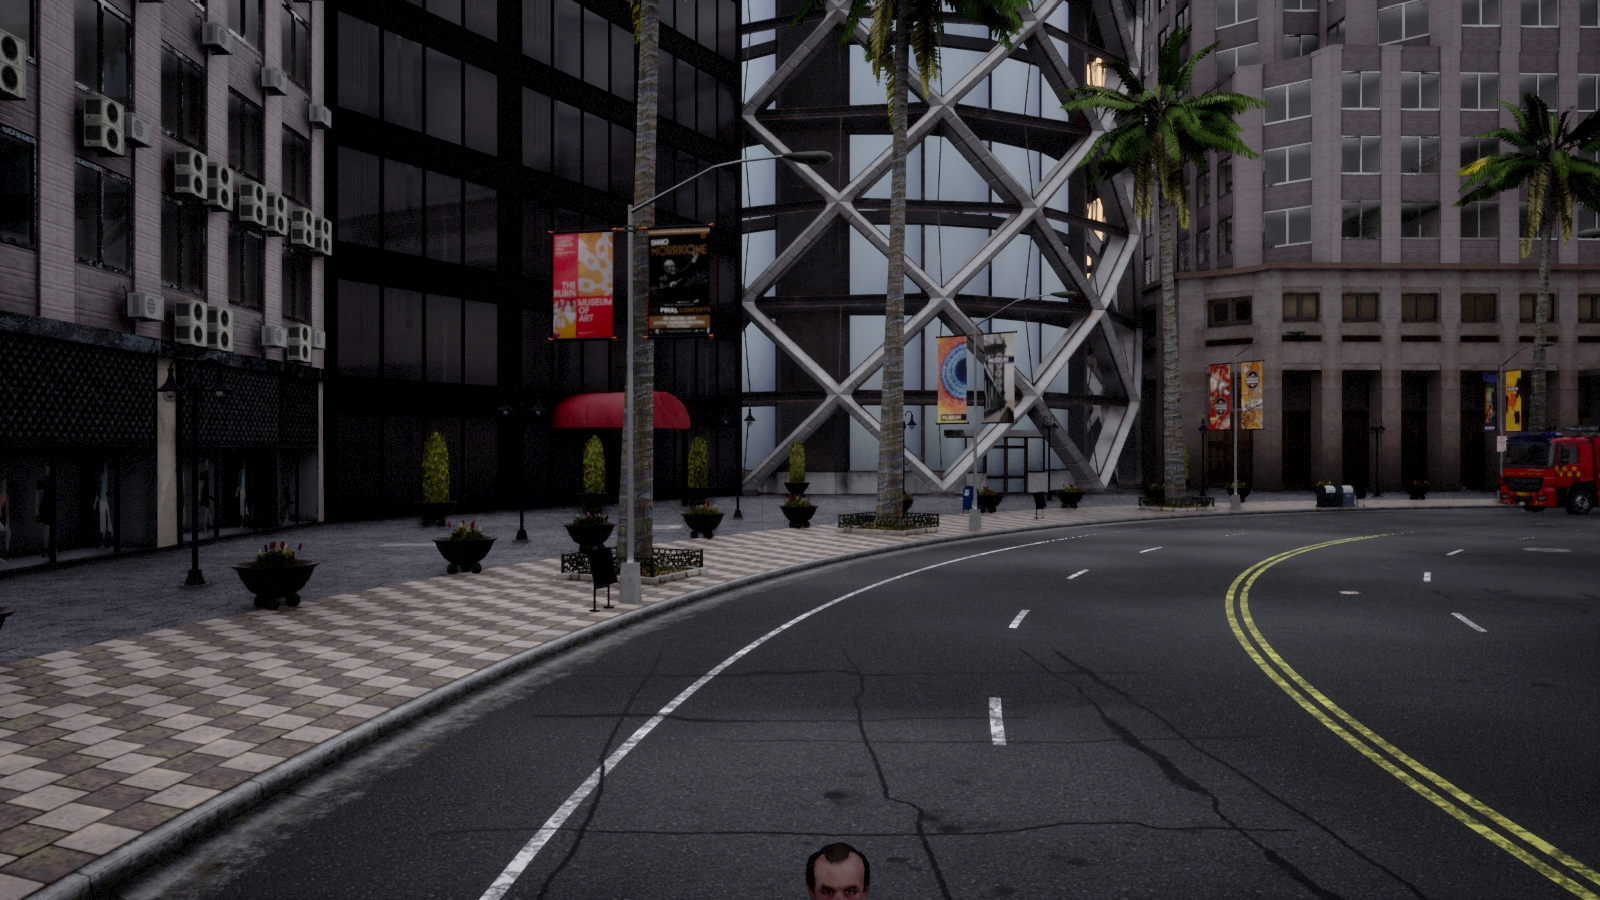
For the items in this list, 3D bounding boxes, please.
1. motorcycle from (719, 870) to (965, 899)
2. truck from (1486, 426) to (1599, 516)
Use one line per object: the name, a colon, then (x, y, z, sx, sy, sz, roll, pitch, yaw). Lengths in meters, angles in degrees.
motorcycle: (0.124, 2.182, 3.338, 0.856, 1.236, 1.805, 0, 0, 2)
truck: (35.213, 0.890, 50.525, 8.468, 3.827, 2.891, 0, 0, -9)
